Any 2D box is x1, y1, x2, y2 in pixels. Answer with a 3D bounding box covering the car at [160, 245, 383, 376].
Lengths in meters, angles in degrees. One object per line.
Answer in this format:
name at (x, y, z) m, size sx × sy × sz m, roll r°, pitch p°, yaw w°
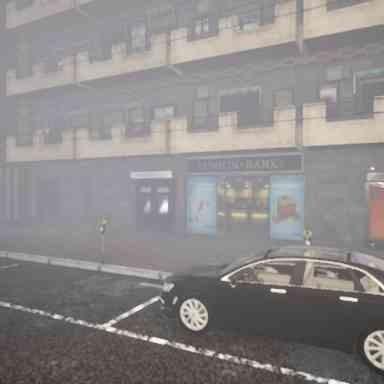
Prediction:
car at (1.572, 1.535, 5.264) m, size 4.403 × 1.369 × 2.008 m, roll 0°, pitch 0°, yaw 27°
